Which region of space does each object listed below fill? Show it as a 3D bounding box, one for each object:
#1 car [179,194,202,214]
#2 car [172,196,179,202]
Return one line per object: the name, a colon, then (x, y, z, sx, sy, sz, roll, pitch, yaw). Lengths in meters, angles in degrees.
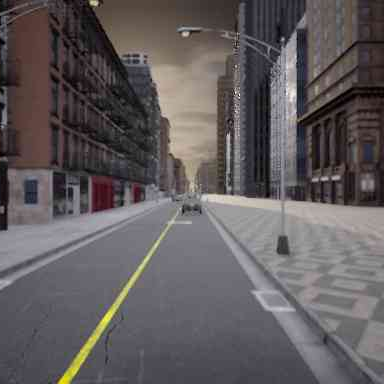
car: (0.014, 1.347, 35.182, 2.097, 1.767, 4.553, 0, 0, 0)
car: (-3.007, 1.476, 69.820, 1.994, 1.385, 4.181, 0, 0, 0)
